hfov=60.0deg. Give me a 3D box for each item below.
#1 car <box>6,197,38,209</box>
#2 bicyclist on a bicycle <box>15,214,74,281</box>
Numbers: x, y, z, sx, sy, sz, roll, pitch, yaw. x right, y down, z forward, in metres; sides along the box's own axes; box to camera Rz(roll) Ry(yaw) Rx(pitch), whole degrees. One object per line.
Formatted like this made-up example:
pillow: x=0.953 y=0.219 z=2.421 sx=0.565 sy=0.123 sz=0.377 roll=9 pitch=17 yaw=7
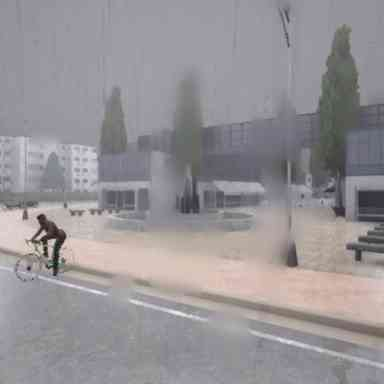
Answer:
car: x=-21.858 y=1.418 z=43.015 sx=2.128 sy=1.511 sz=4.902 roll=0 pitch=0 yaw=5
bicyclist on a bicycle: x=-3.733 y=1.390 z=8.572 sx=0.582 sy=1.620 sz=1.656 roll=0 pitch=0 yaw=34
